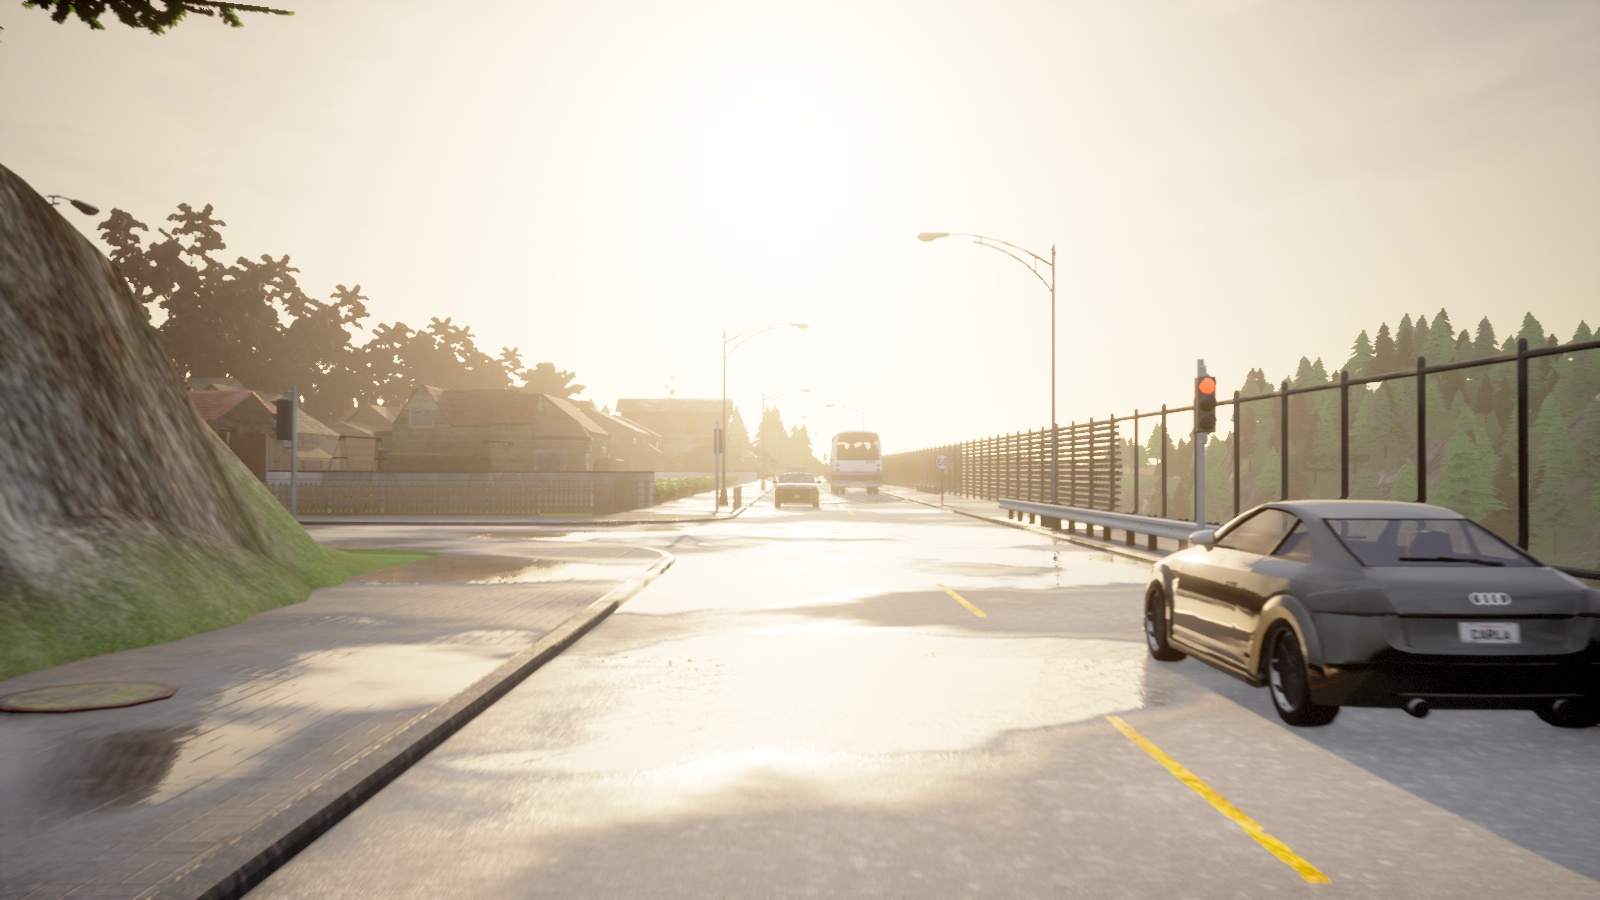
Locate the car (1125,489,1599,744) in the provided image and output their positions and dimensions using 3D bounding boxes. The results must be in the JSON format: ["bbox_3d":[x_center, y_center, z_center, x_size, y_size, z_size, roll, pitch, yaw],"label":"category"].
[{"bbox_3d":[3.945,1.018,9.267,1.994,1.385,4.181,0,-1,0],"label":"car"}]

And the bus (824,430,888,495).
[{"bbox_3d":[3.793,0.892,87.788,3.944,4.253,10.273,0,-1,0],"label":"bus"}]

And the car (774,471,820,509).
[{"bbox_3d":[-0.124,1.706,54.588,1.882,1.535,5.008,0,-1,0],"label":"car"}]
